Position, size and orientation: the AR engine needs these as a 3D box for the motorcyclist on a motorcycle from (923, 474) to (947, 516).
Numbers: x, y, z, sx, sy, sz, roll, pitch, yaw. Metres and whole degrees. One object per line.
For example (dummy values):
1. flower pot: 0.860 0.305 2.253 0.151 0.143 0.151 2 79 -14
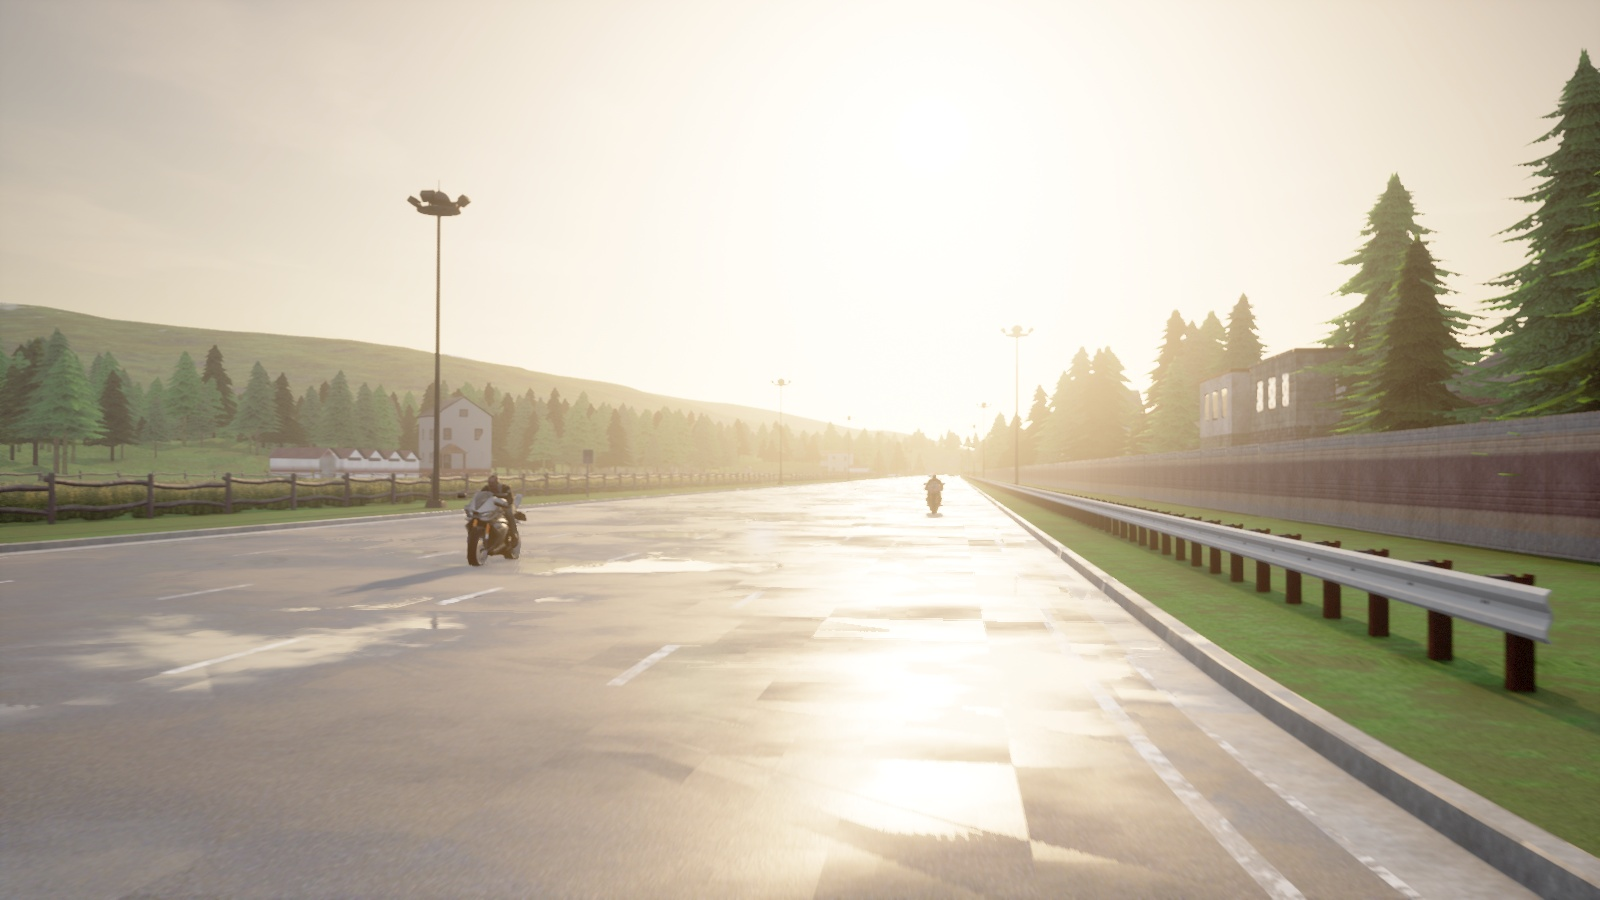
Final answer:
1. motorcyclist on a motorcycle: 5.156 1.696 47.821 0.866 1.530 2.191 0 -1 7

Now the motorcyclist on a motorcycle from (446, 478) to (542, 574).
1. motorcyclist on a motorcycle: -5.167 1.255 21.374 0.866 1.530 2.191 0 -1 7
